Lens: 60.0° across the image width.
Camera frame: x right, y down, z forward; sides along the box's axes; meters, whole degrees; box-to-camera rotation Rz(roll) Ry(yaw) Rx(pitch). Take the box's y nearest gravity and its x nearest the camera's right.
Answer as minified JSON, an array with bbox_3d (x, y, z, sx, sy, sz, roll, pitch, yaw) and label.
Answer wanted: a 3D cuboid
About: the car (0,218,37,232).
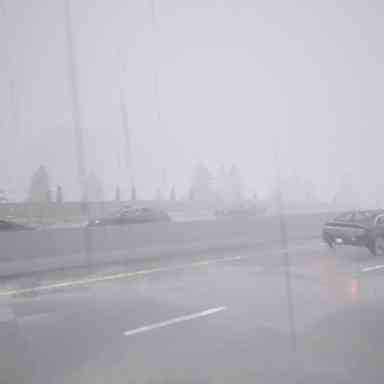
[{"bbox_3d":[-7.571,1.565,11.489,4.181,1.385,1.994,0,0,-35],"label":"car"}]

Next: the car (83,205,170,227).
[{"bbox_3d":[-3.562,1.499,18.645,4.902,1.511,2.128,0,0,-35],"label":"car"}]

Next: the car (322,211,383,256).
[{"bbox_3d":[7.168,1.503,13.154,4.902,1.511,2.128,0,0,-35],"label":"car"}]

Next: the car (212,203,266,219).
[{"bbox_3d":[4.041,1.619,28.363,4.718,1.301,1.895,0,0,-35],"label":"car"}]
